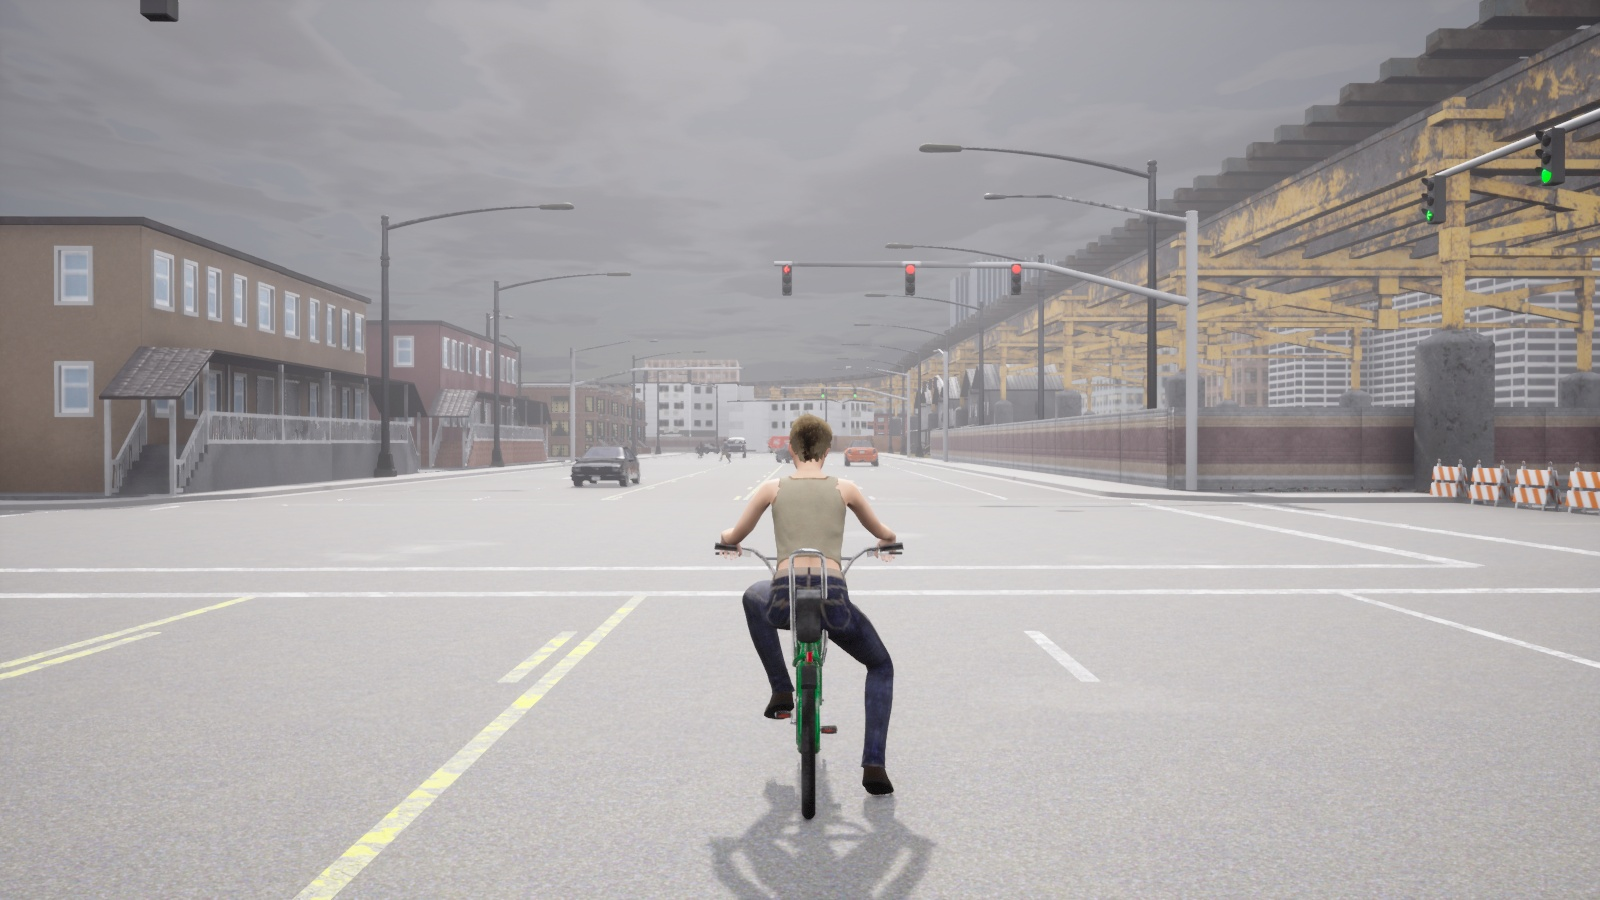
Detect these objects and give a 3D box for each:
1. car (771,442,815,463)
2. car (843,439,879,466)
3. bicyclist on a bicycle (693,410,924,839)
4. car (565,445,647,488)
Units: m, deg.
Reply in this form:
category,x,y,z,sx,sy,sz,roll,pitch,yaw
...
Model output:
category,x,y,z,sx,sy,sz,roll,pitch,yaw
car,-0.539,0.179,92.637,2.128,1.511,4.902,0,0,-14
car,3.943,0.146,81.822,2.097,1.767,4.553,0,0,0
bicyclist on a bicycle,0.038,0.652,5.474,0.866,1.612,1.509,0,0,0
car,-6.754,0.539,44.199,2.033,1.411,5.357,0,0,0
